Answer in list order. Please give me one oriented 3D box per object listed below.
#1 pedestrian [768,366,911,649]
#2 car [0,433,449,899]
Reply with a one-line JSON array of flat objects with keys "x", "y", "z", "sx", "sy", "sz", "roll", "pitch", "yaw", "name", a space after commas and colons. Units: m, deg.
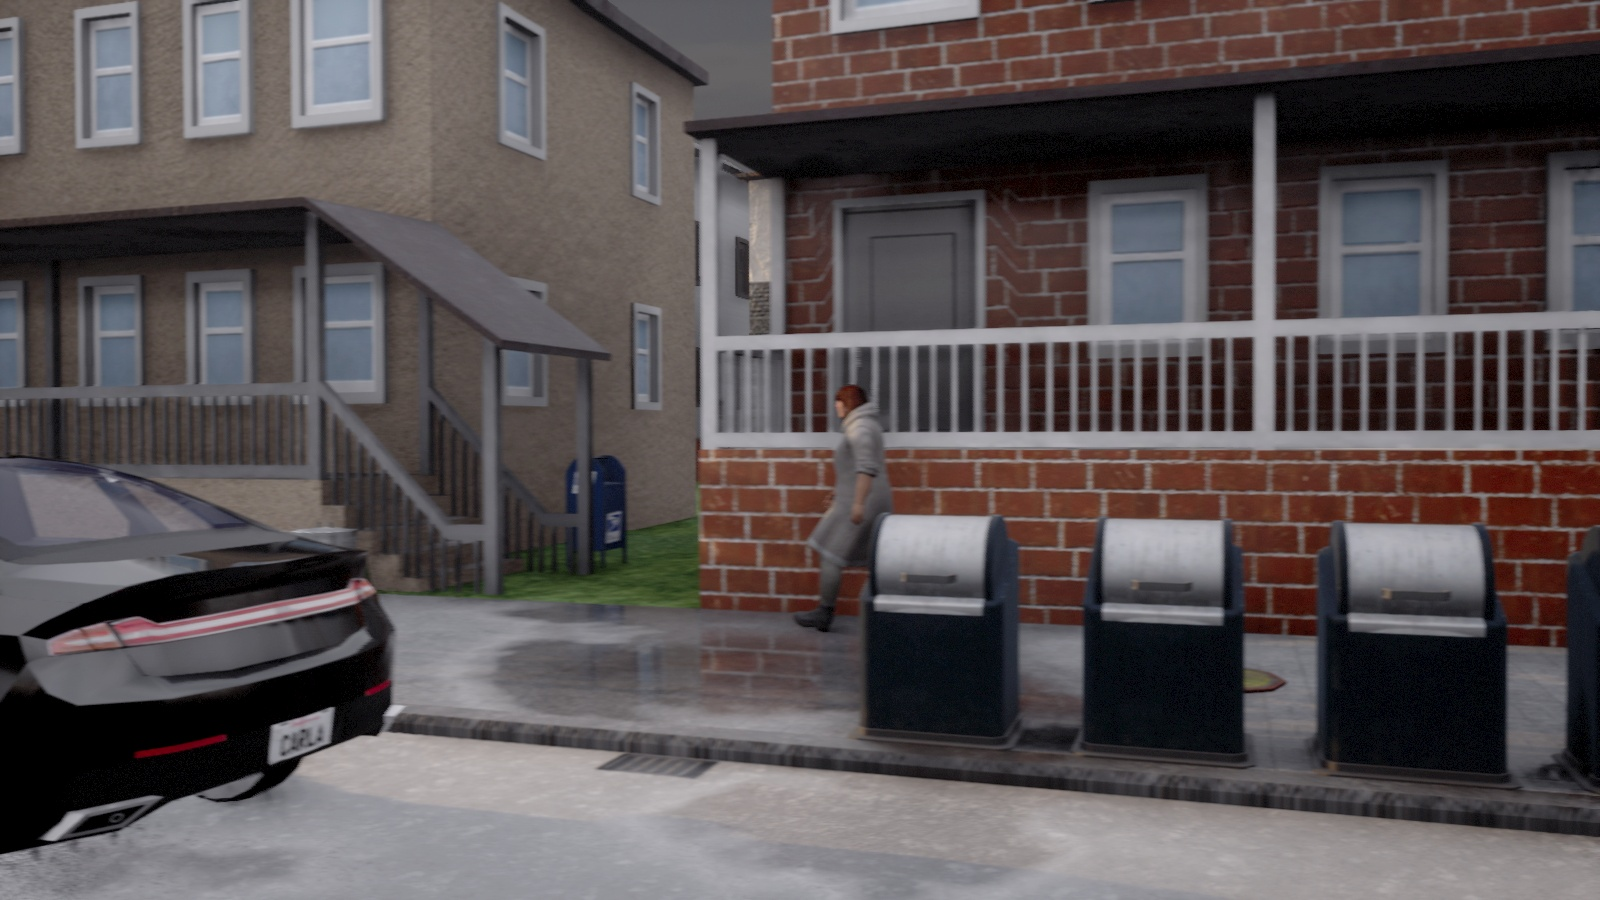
[{"x": 0.293, "y": 0.391, "z": 9.118, "sx": 0.873, "sy": 1.952, "sz": 0.659, "roll": 1, "pitch": 1, "yaw": 19, "name": "pedestrian"}, {"x": -4.156, "y": 0.686, "z": 5.117, "sx": 4.902, "sy": 1.511, "sz": 2.128, "roll": 1, "pitch": 1, "yaw": 19, "name": "car"}]
